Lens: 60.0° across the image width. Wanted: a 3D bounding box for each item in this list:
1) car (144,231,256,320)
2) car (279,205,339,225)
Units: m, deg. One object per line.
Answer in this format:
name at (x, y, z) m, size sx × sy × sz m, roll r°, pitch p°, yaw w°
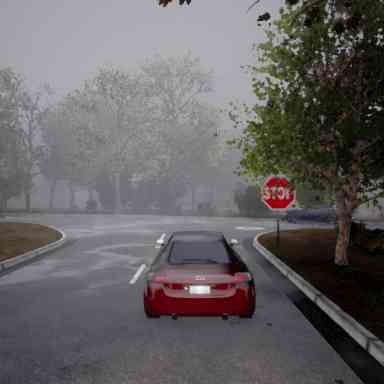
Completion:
car at (0.127, 1.548, 7.403) m, size 1.994 × 1.385 × 4.181 m, roll 0°, pitch 0°, yaw 0°
car at (8.934, 1.701, 25.619) m, size 4.674 × 1.442 × 1.812 m, roll 2°, pitch -1°, yaw 0°
